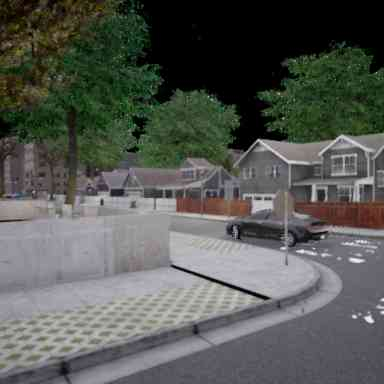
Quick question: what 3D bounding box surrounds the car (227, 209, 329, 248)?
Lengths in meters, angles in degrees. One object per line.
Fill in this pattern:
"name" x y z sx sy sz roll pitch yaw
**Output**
"car" 3.706 1.521 15.177 1.837 1.490 4.892 -2 1 -40
